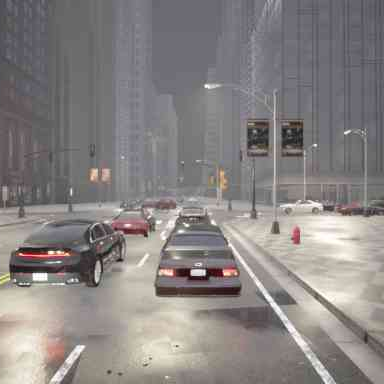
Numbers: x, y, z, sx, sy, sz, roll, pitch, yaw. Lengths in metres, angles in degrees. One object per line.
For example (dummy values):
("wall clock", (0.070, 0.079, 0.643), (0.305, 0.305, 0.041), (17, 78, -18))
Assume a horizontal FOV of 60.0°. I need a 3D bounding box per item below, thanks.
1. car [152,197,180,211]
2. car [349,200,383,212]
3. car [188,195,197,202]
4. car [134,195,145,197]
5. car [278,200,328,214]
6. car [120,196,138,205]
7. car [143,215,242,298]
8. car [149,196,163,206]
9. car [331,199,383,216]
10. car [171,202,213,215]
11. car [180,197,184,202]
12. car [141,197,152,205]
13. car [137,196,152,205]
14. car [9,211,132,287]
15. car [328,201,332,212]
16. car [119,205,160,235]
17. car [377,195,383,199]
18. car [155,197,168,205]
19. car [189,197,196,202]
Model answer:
("car", (-3.388, 1.663, 43.920), (1.882, 1.535, 5.008), (1, 0, 10))
("car", (20.881, 1.643, 38.769), (4.313, 1.339, 1.947), (0, 0, -1))
("car", (0.118, 1.687, 80.594), (2.150, 2.045, 5.566), (0, 0, 0))
("car", (-9.729, 1.523, 60.714), (2.150, 2.045, 5.566), (0, 0, 0))
("car", (11.688, 1.602, 35.882), (4.674, 1.442, 1.812), (0, -1, -1))
("car", (-9.801, 1.735, 50.694), (1.837, 1.490, 4.892), (0, 0, -2))
("car", (0.119, 1.557, 8.718), (2.033, 1.411, 5.357), (0, 0, 0))
("car", (-6.483, 1.649, 60.085), (2.097, 1.767, 4.553), (0, 0, 0))
("car", (15.359, 1.577, 30.166), (4.206, 1.307, 1.802), (0, 0, -1))
("car", (0.073, 1.544, 18.457), (1.837, 1.490, 4.892), (0, 0, 1))
("car", (-3.121, 2.081, 88.516), (1.994, 1.385, 4.181), (0, 0, 0))
("car", (-9.647, 1.907, 71.060), (1.812, 1.442, 4.674), (0, 0, 0))
("car", (-6.521, 1.778, 50.803), (2.033, 1.411, 5.357), (0, 0, 0))
("car", (-3.137, 1.516, 9.307), (1.837, 1.490, 4.892), (0, 0, 0))
("car", (15.242, 1.663, 38.690), (4.313, 1.339, 1.947), (0, 0, -1))
("car", (-3.124, 1.602, 18.207), (1.994, 1.385, 4.181), (0, 0, 0))
("car", (21.522, 1.265, 36.030), (5.566, 2.045, 2.150), (0, -1, -1))
("car", (-6.398, 1.900, 70.161), (2.128, 1.511, 4.902), (0, 0, 0))
("car", (0.133, 2.028, 91.171), (1.882, 1.535, 5.008), (0, 0, 0))
